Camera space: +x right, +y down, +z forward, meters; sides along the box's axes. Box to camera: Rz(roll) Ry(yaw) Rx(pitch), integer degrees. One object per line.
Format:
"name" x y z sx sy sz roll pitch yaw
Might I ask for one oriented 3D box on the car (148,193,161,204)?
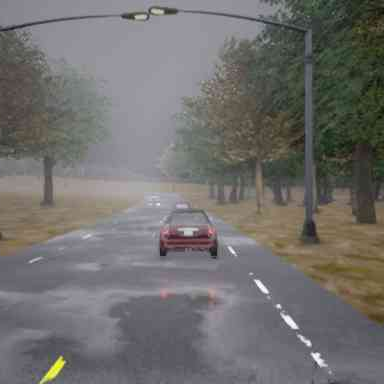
"car" -7.331 1.166 64.952 2.150 2.045 5.566 0 1 -5

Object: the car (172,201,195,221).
"car" -0.814 1.620 29.031 1.812 1.442 4.674 0 0 -3

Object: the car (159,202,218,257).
"car" -0.160 1.434 13.493 2.097 1.767 4.553 0 0 -1
